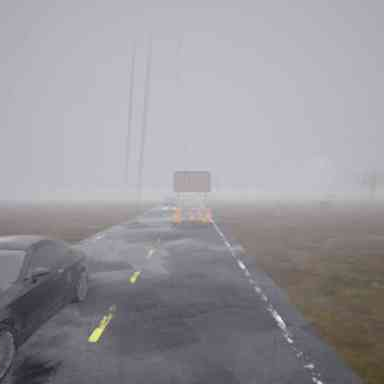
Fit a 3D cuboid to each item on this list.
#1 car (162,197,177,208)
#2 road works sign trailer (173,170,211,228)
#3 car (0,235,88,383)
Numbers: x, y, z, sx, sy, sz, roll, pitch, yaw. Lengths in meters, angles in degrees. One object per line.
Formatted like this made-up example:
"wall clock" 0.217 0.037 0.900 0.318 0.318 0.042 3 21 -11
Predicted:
"car" -3.064 1.402 46.851 2.033 1.411 5.357 0 0 0
"road works sign trailer" 0.010 0.397 21.510 2.380 3.560 2.880 0 0 0
"car" -3.097 1.508 5.393 1.812 1.442 4.674 0 0 0
